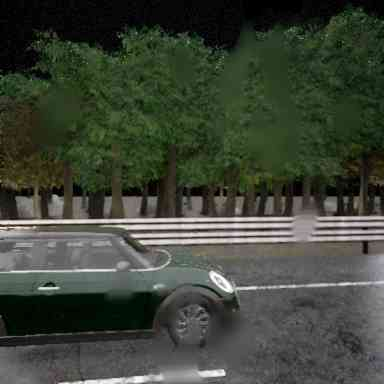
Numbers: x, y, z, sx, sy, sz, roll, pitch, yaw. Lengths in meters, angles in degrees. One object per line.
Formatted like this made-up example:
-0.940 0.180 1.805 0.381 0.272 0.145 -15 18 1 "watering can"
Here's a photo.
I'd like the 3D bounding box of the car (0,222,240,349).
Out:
-1.535 1.367 5.535 4.553 1.767 2.097 0 0 -9 "car"
